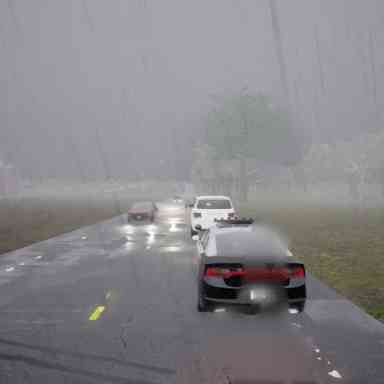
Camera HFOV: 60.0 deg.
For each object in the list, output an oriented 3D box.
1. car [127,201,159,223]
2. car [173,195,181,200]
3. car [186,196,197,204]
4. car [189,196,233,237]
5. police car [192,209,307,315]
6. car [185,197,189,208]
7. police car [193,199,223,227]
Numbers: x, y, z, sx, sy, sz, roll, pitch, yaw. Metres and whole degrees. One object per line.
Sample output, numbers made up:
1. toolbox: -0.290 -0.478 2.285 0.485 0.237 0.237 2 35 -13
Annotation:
1. car: -3.632 1.458 25.315 1.882 1.535 5.008 0 0 0
2. car: -3.604 1.359 82.793 1.895 1.301 4.718 0 0 0
3. car: -0.075 1.483 60.439 1.895 1.301 4.718 0 0 0
4. car: 1.029 1.213 17.740 2.150 2.045 5.566 0 0 0
5. police car: 1.041 1.421 7.820 1.930 1.638 5.238 0 0 0
6. car: -0.015 1.481 45.582 2.033 1.411 5.357 0 0 1
7. police car: 1.021 1.408 23.822 1.930 1.638 5.238 0 0 0
